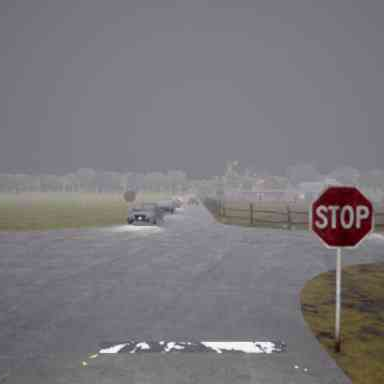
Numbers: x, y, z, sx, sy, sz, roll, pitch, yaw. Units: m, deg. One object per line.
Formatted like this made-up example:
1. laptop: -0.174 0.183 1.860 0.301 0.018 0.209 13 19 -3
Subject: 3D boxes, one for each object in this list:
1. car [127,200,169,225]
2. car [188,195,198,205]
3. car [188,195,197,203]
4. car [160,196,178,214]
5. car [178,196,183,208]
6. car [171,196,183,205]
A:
1. car: -3.194 1.551 23.872 1.994 1.385 4.181 0 0 7
2. car: 0.244 1.531 60.341 2.033 1.411 5.357 0 0 0
3. car: 0.161 1.464 71.008 1.882 1.535 5.008 0 0 0
4. car: -2.764 1.462 35.080 1.882 1.535 5.008 0 1 0
5. car: -2.725 1.549 47.299 1.994 1.385 4.181 0 0 0
6. car: -2.623 1.462 58.614 1.882 1.535 5.008 0 0 0
